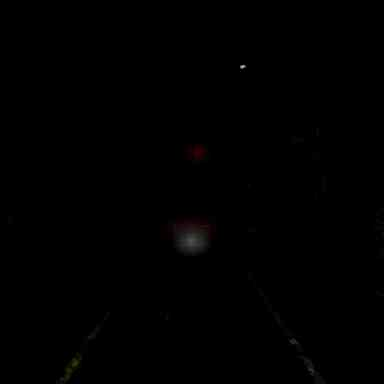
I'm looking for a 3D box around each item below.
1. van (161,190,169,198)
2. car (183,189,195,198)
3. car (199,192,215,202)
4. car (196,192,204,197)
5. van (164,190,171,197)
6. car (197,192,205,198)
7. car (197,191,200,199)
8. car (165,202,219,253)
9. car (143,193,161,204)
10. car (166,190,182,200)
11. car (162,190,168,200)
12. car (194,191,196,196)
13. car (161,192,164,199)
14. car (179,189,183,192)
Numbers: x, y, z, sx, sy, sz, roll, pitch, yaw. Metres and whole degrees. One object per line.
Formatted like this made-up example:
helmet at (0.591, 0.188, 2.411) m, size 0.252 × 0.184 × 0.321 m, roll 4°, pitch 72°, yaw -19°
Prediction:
van at (-6.395, 0.509, 78.982) m, size 1.690 × 1.788 × 3.998 m, roll 0°, pitch 1°, yaw -1°
car at (-0.614, 0.699, 77.517) m, size 2.128 × 1.511 × 4.902 m, roll 0°, pitch 1°, yaw -1°
car at (2.468, 1.029, 48.689) m, size 2.008 × 1.369 × 4.403 m, roll 0°, pitch 1°, yaw -1°
car at (2.059, 0.667, 85.469) m, size 1.947 × 1.339 × 4.313 m, roll 0°, pitch 1°, yaw -1°
van at (-6.516, 0.400, 89.808) m, size 1.690 × 1.788 × 3.998 m, roll 0°, pitch 1°, yaw -1°
car at (2.116, 0.678, 80.349) m, size 1.752 × 1.417 × 4.829 m, roll 0°, pitch 1°, yaw -1°
car at (2.347, 0.909, 59.576) m, size 1.887 × 1.381 × 4.507 m, roll 0°, pitch 1°, yaw -1°
car at (0.008, 1.350, 12.944) m, size 2.128 × 1.511 × 4.902 m, roll 0°, pitch 1°, yaw 0°
car at (-6.057, 1.032, 48.597) m, size 2.008 × 1.369 × 4.403 m, roll 0°, pitch 1°, yaw -1°
car at (-3.499, 0.859, 66.113) m, size 1.994 × 1.385 × 4.181 m, roll 0°, pitch 1°, yaw 0°
car at (-6.274, 0.844, 68.159) m, size 1.947 × 1.339 × 4.313 m, roll 0°, pitch 1°, yaw -1°
car at (2.176, 0.758, 74.891) m, size 2.008 × 1.369 × 4.403 m, roll 0°, pitch 1°, yaw -1°
car at (-6.112, 0.979, 53.589) m, size 2.008 × 1.369 × 4.403 m, roll 0°, pitch 1°, yaw -1°
car at (-3.660, 0.233, 81.653) m, size 1.882 × 1.535 × 5.008 m, roll 0°, pitch 1°, yaw -1°
